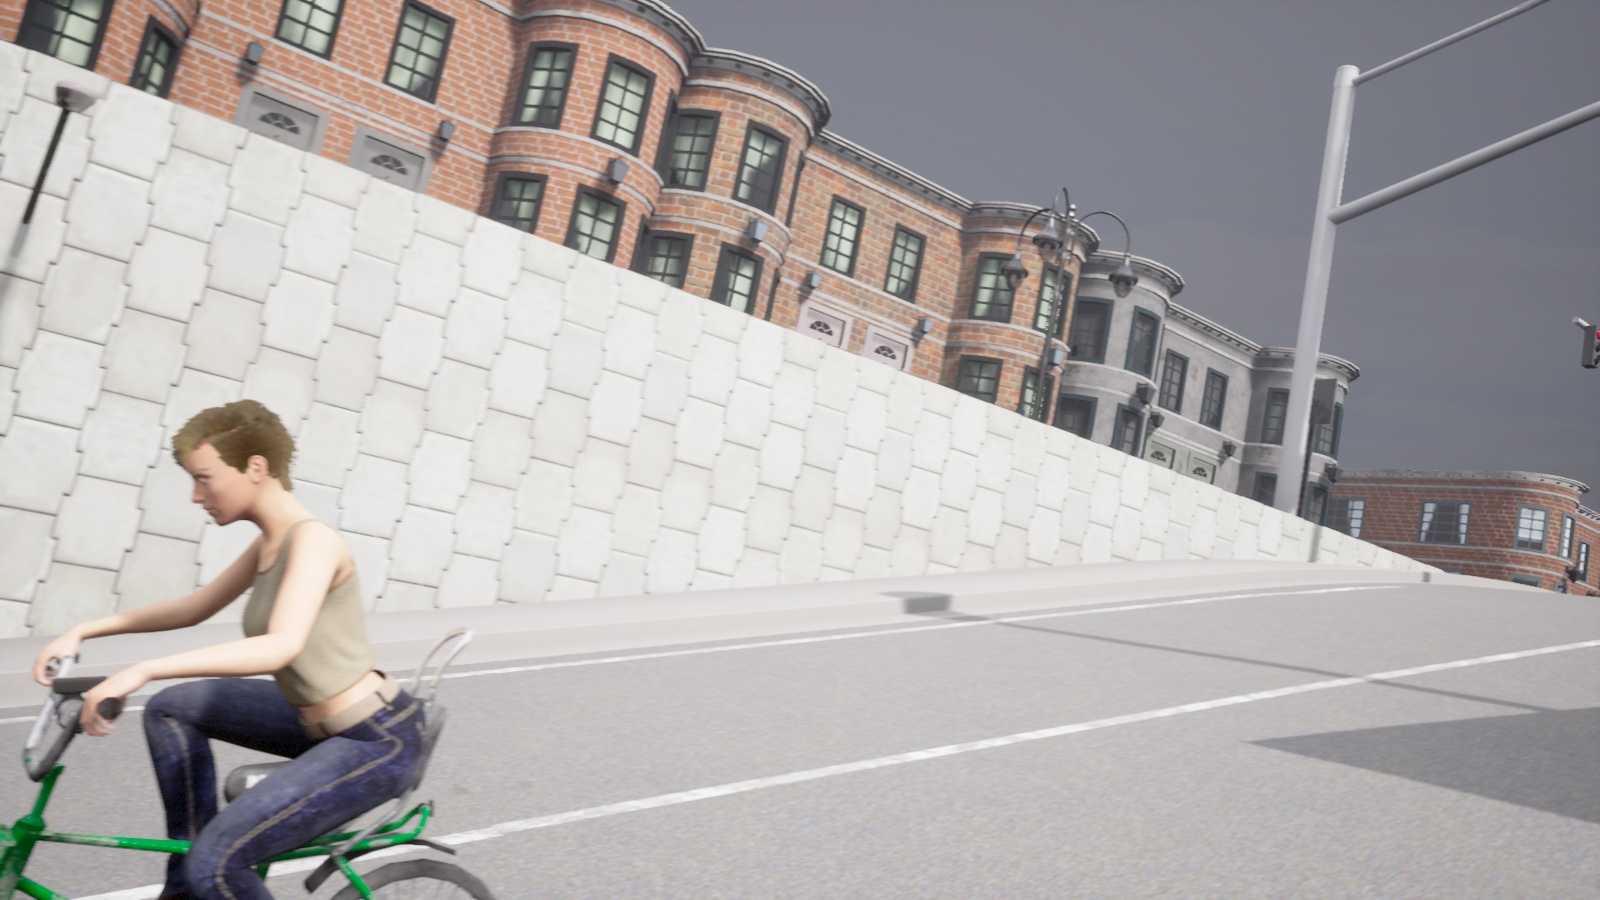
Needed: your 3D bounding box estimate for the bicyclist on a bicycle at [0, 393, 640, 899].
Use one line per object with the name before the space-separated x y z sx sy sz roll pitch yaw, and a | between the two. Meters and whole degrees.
bicyclist on a bicycle | -1.245 0.721 2.789 1.509 1.612 0.866 2 -1 -35
